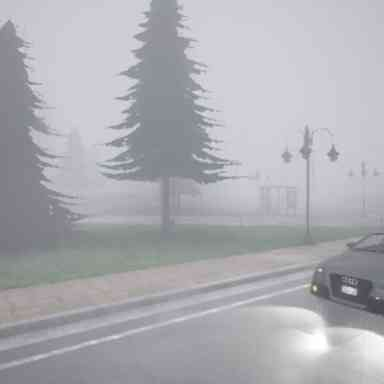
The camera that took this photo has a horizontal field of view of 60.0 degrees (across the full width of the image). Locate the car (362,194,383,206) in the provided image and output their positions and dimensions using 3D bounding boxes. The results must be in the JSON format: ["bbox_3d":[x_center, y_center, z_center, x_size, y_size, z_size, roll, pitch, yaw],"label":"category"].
[{"bbox_3d":[28.657,1.421,50.461,1.970,1.475,3.806,0,0,-36],"label":"car"}]

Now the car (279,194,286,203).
[{"bbox_3d":[15.417,1.374,63.881,2.007,1.523,4.514,0,0,-36],"label":"car"}]

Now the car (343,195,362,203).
[{"bbox_3d":[32.041,1.361,66.373,1.845,1.501,3.633,0,0,-36],"label":"car"}]

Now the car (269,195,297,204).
[{"bbox_3d":[17.941,1.366,65.744,2.152,1.636,5.027,0,0,-36],"label":"car"}]

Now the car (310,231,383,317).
[{"bbox_3d":[4.429,1.566,7.067,4.181,1.385,1.994,0,0,-35],"label":"car"}]
